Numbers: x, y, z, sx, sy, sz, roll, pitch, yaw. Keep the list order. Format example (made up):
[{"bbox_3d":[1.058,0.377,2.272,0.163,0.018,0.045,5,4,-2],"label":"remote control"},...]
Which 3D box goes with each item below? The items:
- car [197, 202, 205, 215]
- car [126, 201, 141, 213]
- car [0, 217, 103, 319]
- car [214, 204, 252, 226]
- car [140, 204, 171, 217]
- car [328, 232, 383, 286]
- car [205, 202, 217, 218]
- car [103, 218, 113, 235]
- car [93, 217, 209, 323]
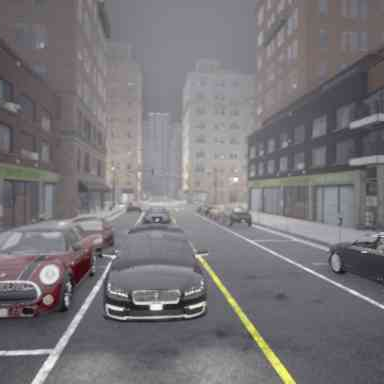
[{"bbox_3d":[2.058,1.872,36.129,1.947,1.339,4.313,0,0,-6],"label":"car"},{"bbox_3d":[-7.044,1.801,40.750,1.887,1.381,4.507,0,0,-6],"label":"car"},{"bbox_3d":[-3.392,1.471,7.437,1.967,1.590,4.097,0,0,-6],"label":"car"},{"bbox_3d":[3.272,1.783,25.024,2.008,1.369,4.403,0,0,-6],"label":"car"},{"bbox_3d":[-2.591,1.739,24.668,1.994,1.385,4.181,1,0,-7],"label":"car"},{"bbox_3d":[5.094,1.668,8.366,2.008,1.369,4.403,0,0,-6],"label":"car"},{"bbox_3d":[2.647,1.796,30.745,1.752,1.417,4.829,0,0,-6],"label":"car"},{"bbox_3d":[-4.001,1.652,12.988,1.802,1.307,4.206,0,0,-6],"label":"car"},{"bbox_3d":[-0.819,1.561,7.603,1.837,1.490,4.892,1,0,-6],"label":"car"}]
